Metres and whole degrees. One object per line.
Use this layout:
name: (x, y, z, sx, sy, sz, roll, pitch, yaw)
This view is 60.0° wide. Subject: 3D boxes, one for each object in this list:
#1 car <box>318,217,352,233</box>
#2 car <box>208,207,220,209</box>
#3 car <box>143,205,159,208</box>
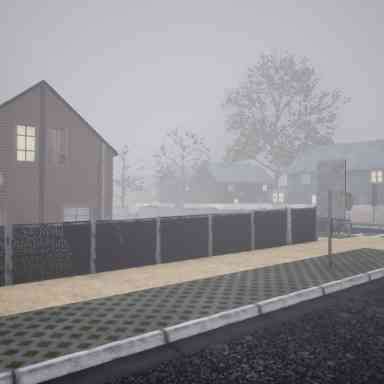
car: (7.868, 1.798, 21.482, 1.812, 1.442, 4.674, 1, -2, -35)
car: (1.963, 2.084, 29.824, 1.994, 1.385, 4.181, 1, -2, -35)
car: (-4.653, 2.303, 39.140, 1.837, 1.490, 4.892, 1, -1, -37)
